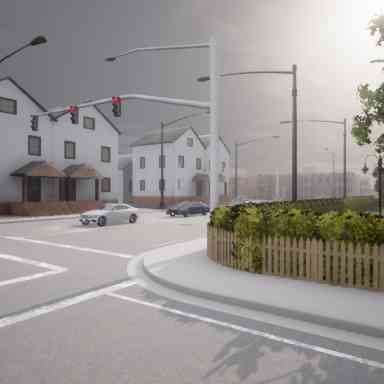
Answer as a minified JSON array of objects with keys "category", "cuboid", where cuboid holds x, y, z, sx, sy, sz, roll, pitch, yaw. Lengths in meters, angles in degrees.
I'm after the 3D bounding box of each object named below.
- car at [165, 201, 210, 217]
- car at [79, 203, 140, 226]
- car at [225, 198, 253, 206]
[{"category":"car","cuboid":[-0.190,1.547,31.387,2.033,1.411,5.357,0,0,35]},{"category":"car","cuboid":[-5.679,1.526,23.440,1.812,1.442,4.674,0,0,35]},{"category":"car","cuboid":[5.690,1.492,39.875,2.128,1.511,4.902,0,0,35]}]
